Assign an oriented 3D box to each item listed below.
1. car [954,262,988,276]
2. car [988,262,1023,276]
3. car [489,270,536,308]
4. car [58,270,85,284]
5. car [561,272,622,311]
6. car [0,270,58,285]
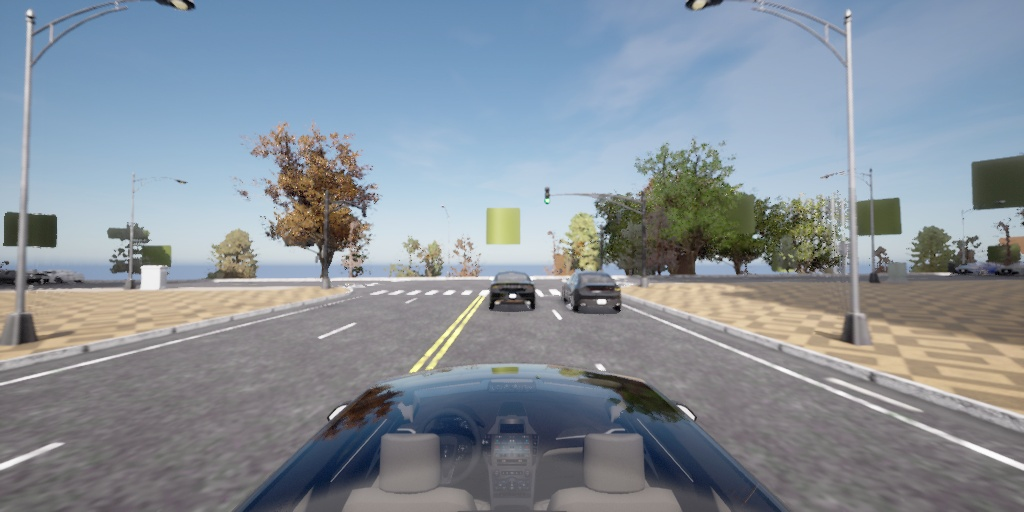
[{"bbox_3d":[48.441,1.338,36.943,4.181,1.385,1.994,0,-2,0],"label":"car"},{"bbox_3d":[48.438,1.252,33.692,4.181,1.385,1.994,0,-2,0],"label":"car"},{"bbox_3d":[-0.028,1.381,16.075,1.882,1.535,5.008,0,0,-1],"label":"car"},{"bbox_3d":[-46.317,2.108,36.427,4.674,1.442,1.812,0,-2,0],"label":"car"},{"bbox_3d":[3.294,1.403,15.345,1.837,1.490,4.892,0,0,2],"label":"car"},{"bbox_3d":[-45.900,2.001,33.177,4.892,1.490,1.837,0,-1,0],"label":"car"}]
